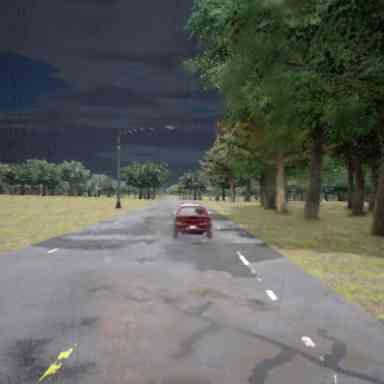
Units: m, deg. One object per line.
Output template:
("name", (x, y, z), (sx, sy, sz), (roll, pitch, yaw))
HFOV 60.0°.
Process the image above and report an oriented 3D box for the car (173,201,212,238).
("car", (0.015, 1.467, 17.819), (1.882, 1.535, 5.008), (0, 0, 0))
